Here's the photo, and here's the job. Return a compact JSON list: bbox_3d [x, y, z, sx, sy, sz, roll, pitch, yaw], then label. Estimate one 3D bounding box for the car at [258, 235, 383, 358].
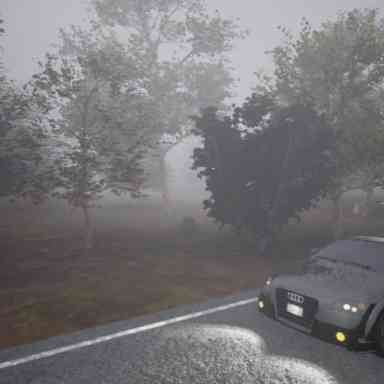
[{"bbox_3d":[3.185,1.513,5.894,4.181,1.385,1.994,-1,0,-32],"label":"car"}]
